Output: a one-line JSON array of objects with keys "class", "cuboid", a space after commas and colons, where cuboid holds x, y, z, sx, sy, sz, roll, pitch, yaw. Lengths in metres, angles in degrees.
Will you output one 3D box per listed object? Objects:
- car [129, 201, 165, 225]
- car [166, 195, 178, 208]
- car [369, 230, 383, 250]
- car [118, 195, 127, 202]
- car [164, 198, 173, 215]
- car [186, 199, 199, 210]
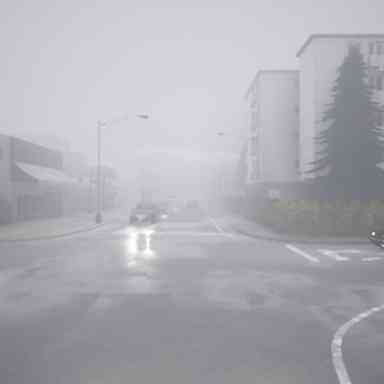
[{"class": "car", "cuboid": [-3.614, 1.653, 25.905, 2.128, 1.511, 4.902, 0, 0, 0]}, {"class": "car", "cuboid": [-3.537, 1.560, 56.890, 2.150, 2.045, 5.566, 0, 0, 0]}, {"class": "car", "cuboid": [9.950, 1.862, 13.663, 4.718, 1.301, 1.895, 0, 0, -5]}, {"class": "car", "cuboid": [-18.978, 2.056, 91.239, 2.007, 1.523, 4.514, 0, 0, 0]}, {"class": "car", "cuboid": [-3.616, 1.782, 37.845, 2.033, 1.411, 5.357, 0, 0, 0]}, {"class": "car", "cuboid": [0.067, 1.798, 49.385, 2.128, 1.511, 4.902, 0, 0, 0]}]
